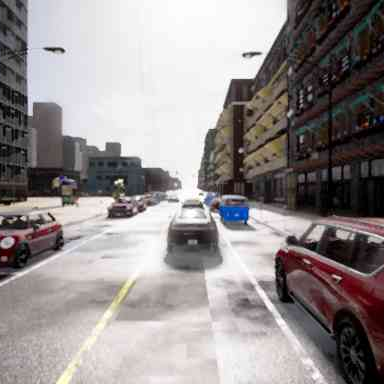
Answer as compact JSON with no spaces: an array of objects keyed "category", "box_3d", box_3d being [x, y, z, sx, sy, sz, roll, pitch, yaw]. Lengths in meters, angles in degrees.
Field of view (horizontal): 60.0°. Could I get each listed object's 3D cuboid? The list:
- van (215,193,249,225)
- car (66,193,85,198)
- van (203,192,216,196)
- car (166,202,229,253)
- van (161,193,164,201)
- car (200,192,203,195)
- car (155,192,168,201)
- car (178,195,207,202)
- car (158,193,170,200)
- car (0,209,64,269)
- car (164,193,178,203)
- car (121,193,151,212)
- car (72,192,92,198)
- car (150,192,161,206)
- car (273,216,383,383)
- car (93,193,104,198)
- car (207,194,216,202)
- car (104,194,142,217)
[{"category":"van","box_3d":[2.706,1.144,21.943,1.690,1.788,3.998,1,1,0]},{"category":"car","box_3d":[-30.665,0.926,87.549,4.206,1.307,1.802,0,0,1]},{"category":"van","box_3d":[2.710,0.928,44.527,1.690,1.788,3.998,1,1,0]},{"category":"car","box_3d":[0.047,1.375,13.125,2.128,1.511,4.902,0,1,0]},{"category":"van","box_3d":[-5.637,0.872,50.141,1.690,1.788,3.998,1,1,0]},{"category":"car","box_3d":[2.708,1.097,50.175,1.947,1.339,4.313,1,1,0]},{"category":"car","box_3d":[-5.636,0.857,61.433,1.967,1.590,4.097,1,1,0]},{"category":"car","box_3d":[0.049,1.251,28.136,1.837,1.490,4.892,0,1,0]},{"category":"car","box_3d":[-5.637,0.904,67.080,1.887,1.381,4.507,1,1,0]},{"category":"car","box_3d":[-5.681,1.345,10.623,1.967,1.590,4.097,1,1,0]},{"category":"car","box_3d":[-3.065,1.034,54.564,2.033,1.411,5.357,0,1,0]},{"category":"car","box_3d":[-5.641,1.137,33.206,1.967,1.590,4.097,1,1,0]},{"category":"car","box_3d":[-26.365,0.728,78.849,4.097,1.590,1.967,0,0,1]},{"category":"car","box_3d":[-5.640,1.132,44.497,1.887,1.381,4.507,1,1,0]},{"category":"car","box_3d":[2.703,1.270,5.005,2.192,1.841,5.009,1,1,0]},{"category":"car","box_3d":[-25.186,0.884,87.473,4.313,1.339,1.947,0,0,1]},{"category":"car","box_3d":[2.705,1.241,33.238,1.887,1.381,4.507,1,1,0]},{"category":"car","box_3d":[-5.648,1.191,27.560,1.967,1.590,4.097,1,1,0]}]
